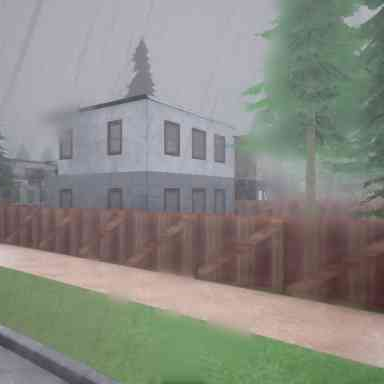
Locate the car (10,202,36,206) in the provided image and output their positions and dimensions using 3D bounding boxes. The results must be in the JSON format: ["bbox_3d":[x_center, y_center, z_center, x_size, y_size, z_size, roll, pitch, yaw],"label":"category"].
[{"bbox_3d":[-15.351,1.582,29.329,1.895,1.301,4.718,0,0,28],"label":"car"}]
